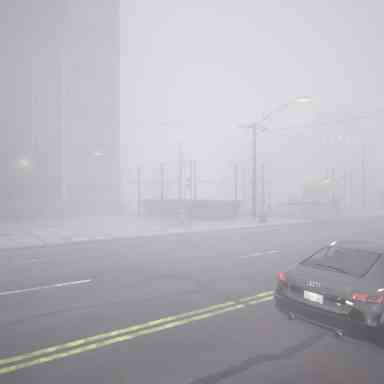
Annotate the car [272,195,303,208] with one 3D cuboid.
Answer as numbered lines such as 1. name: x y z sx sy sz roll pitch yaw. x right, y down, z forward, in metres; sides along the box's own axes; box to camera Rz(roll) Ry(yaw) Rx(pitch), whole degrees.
1. car: 13.347 1.254 44.710 4.553 1.767 2.185 0 0 -36

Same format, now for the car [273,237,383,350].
1. car: 3.480 1.564 6.227 4.181 1.385 1.994 0 0 -35

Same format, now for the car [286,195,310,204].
1. car: 20.261 1.420 63.769 4.674 1.452 2.002 0 0 -36

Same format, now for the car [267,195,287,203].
1. car: 17.356 1.452 67.771 3.806 1.475 1.970 0 0 -36
